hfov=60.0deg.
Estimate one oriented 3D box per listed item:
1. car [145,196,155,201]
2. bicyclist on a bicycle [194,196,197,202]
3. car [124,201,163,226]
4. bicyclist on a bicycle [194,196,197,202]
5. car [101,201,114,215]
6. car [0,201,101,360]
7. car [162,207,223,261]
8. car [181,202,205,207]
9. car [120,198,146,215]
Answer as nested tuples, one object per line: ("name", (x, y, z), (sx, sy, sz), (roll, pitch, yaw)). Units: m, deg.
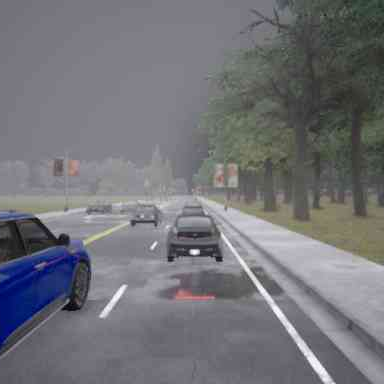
("car", (-9.761, 1.615, 77.256), (2.128, 1.511, 4.902), (0, 0, 0))
("bicyclist on a bicycle", (0.877, 1.835, 91.904), (0.866, 1.612, 1.509), (0, 0, 0))
("car", (-3.169, 1.630, 23.827), (2.033, 1.411, 5.357), (0, 0, 0))
("bicyclist on a bicycle", (0.879, 1.790, 82.904), (0.866, 1.612, 1.509), (0, 0, 0))
("car", (-9.853, 1.680, 35.886), (2.033, 1.411, 5.357), (0, 0, 0))
("car", (-3.187, 1.239, 4.635), (2.150, 2.045, 5.566), (0, 0, 0))
("car", (0.089, 1.546, 12.464), (1.837, 1.490, 4.892), (0, 0, 0))
("car", (0.089, 1.594, 28.970), (2.128, 1.511, 4.902), (0, 0, 0))
("car", (-6.594, 1.660, 36.297), (1.812, 1.442, 4.674), (0, 0, 0))
